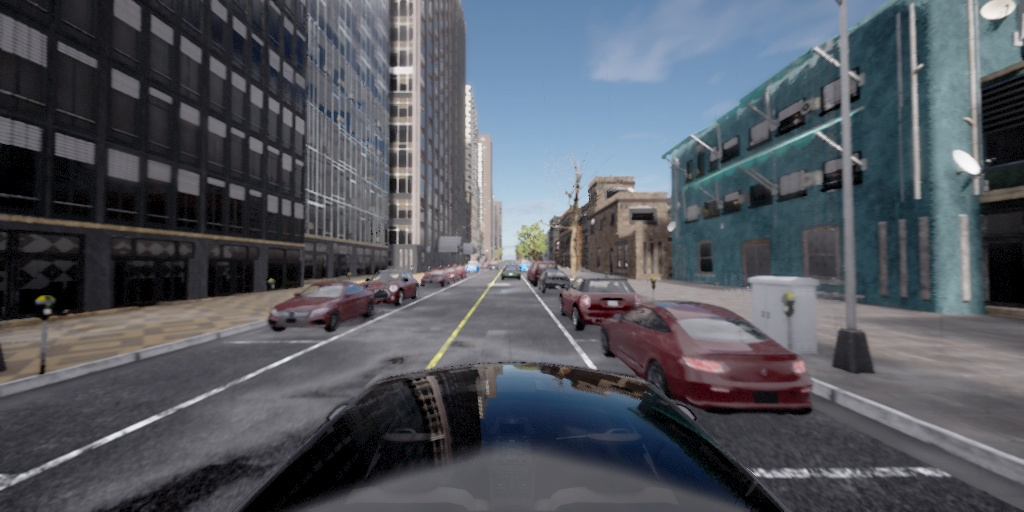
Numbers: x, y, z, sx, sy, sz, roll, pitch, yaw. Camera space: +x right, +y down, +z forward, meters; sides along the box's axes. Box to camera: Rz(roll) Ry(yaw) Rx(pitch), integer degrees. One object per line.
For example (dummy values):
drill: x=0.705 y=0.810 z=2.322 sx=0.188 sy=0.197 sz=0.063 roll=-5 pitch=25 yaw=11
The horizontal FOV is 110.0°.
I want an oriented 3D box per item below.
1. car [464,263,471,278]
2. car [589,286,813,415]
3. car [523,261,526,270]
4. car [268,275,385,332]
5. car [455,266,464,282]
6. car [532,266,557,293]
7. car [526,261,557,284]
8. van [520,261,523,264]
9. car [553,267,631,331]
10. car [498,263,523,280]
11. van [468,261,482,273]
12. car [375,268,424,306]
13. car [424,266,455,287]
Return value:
car: x=-5.931 y=1.739 z=39.097 sx=1.888 sy=1.381 sz=4.507 roll=0 pitch=0 yaw=0
car: x=2.683 y=1.374 z=5.878 sx=1.802 sy=1.307 sz=4.207 roll=0 pitch=0 yaw=0
car: x=2.488 y=1.425 z=33.611 sx=2.192 sy=1.841 sz=5.009 roll=0 pitch=0 yaw=0
car: x=-5.736 y=1.464 z=11.366 sx=1.802 sy=1.307 sz=4.207 roll=0 pitch=0 yaw=0
car: x=-5.892 y=1.716 z=33.551 sx=1.802 sy=1.307 sz=4.207 roll=0 pitch=0 yaw=0
car: x=2.566 y=1.537 z=22.517 sx=2.007 sy=1.370 sz=4.403 roll=0 pitch=0 yaw=0
car: x=2.527 y=1.363 z=28.062 sx=2.192 sy=1.841 sz=5.009 roll=0 pitch=0 yaw=0
van: x=2.293 y=1.741 z=61.342 sx=1.690 sy=1.789 sz=3.998 roll=0 pitch=0 yaw=0
car: x=2.644 y=1.297 z=11.426 sx=1.967 sy=1.591 sz=4.097 roll=0 pitch=0 yaw=0
car: x=-0.120 y=1.715 z=36.678 sx=1.994 sy=1.385 sz=4.181 roll=0 pitch=-1 yaw=-1
van: x=-6.048 y=1.709 z=55.736 sx=1.690 sy=1.789 sz=3.998 roll=0 pitch=0 yaw=0
car: x=-5.775 y=1.386 z=16.912 sx=1.967 sy=1.591 sz=4.097 roll=0 pitch=0 yaw=0
car: x=-5.854 y=1.655 z=28.003 sx=1.802 sy=1.307 sz=4.207 roll=0 pitch=0 yaw=0
